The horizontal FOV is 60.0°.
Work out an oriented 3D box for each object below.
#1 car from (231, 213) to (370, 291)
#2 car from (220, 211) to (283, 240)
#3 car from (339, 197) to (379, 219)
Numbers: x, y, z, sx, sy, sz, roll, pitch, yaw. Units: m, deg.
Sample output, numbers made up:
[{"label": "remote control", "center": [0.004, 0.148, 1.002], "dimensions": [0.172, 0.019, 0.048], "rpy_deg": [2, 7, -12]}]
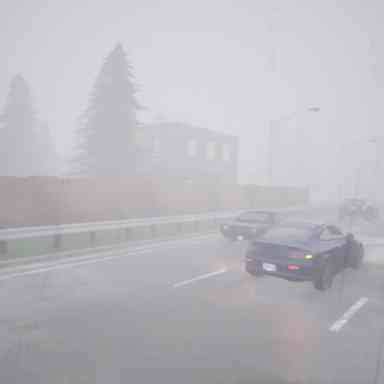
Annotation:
[{"label": "car", "center": [3.154, 1.471, 8.948], "dimensions": [1.812, 1.442, 4.674], "rpy_deg": [2, 1, 40]}, {"label": "car", "center": [3.299, 1.484, 14.578], "dimensions": [1.895, 1.301, 4.718], "rpy_deg": [2, 1, 40]}, {"label": "car", "center": [13.553, 1.275, 26.832], "dimensions": [2.097, 1.767, 4.553], "rpy_deg": [2, 1, 40]}]
